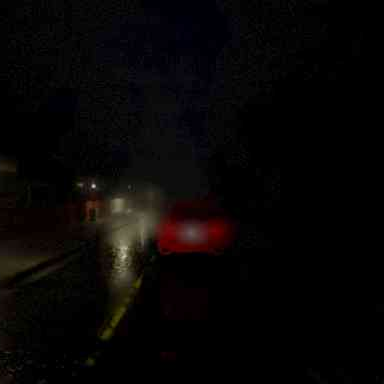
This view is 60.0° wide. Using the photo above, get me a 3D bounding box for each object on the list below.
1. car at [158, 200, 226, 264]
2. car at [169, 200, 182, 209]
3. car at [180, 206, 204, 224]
[{"bbox_3d":[0.010,1.358,12.572,2.150,2.045,5.566,0,0,0],"label":"car"},{"bbox_3d":[-2.762,2.125,56.363,1.812,1.442,4.674,0,-1,1],"label":"car"},{"bbox_3d":[0.021,1.900,28.248,1.895,1.301,4.718,0,-1,0],"label":"car"}]
